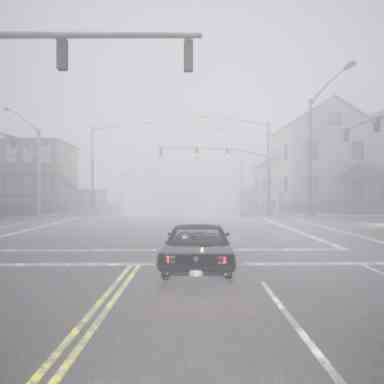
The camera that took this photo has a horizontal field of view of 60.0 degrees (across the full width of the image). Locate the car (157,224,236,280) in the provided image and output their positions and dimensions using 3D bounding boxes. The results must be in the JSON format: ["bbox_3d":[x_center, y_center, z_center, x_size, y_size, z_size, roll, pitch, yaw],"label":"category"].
[{"bbox_3d":[0.204,1.608,9.972,1.895,1.301,4.718,0,0,3],"label":"car"}]
